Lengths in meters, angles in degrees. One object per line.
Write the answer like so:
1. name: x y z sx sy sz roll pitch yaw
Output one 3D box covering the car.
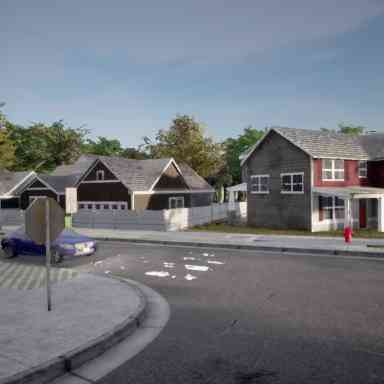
1. car: -6.158 2.076 14.196 4.674 1.442 1.812 -2 0 30
